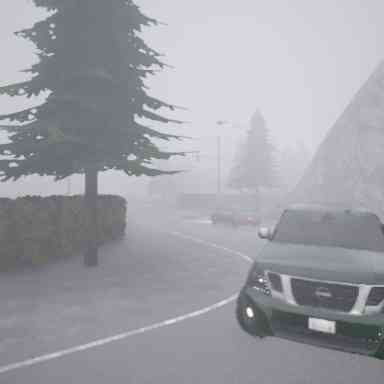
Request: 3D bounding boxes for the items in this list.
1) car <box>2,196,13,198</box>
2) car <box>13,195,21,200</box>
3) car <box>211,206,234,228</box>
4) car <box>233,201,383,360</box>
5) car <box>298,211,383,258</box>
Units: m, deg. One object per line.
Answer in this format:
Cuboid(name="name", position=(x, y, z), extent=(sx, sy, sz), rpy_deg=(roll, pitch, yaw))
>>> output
Cuboid(name="car", position=(-26.479, 1.353, 45.849), extent=(2.007, 1.523, 4.514), rpy_deg=(0, 0, -23))
Cuboid(name="car", position=(-36.690, 1.408, 69.797), extent=(1.845, 1.501, 3.633), rpy_deg=(0, 0, -23))
Cuboid(name="car", position=(2.906, 1.631, 22.936), extent=(1.994, 1.385, 4.181), rpy_deg=(0, 0, -23))
Cuboid(name="car", position=(2.663, 1.247, 6.502), extent=(2.150, 2.045, 5.566), rpy_deg=(2, 1, 24))
Cuboid(name="car", position=(6.456, 1.622, 13.887), extent=(1.994, 1.385, 4.181), rpy_deg=(0, 0, -13))
